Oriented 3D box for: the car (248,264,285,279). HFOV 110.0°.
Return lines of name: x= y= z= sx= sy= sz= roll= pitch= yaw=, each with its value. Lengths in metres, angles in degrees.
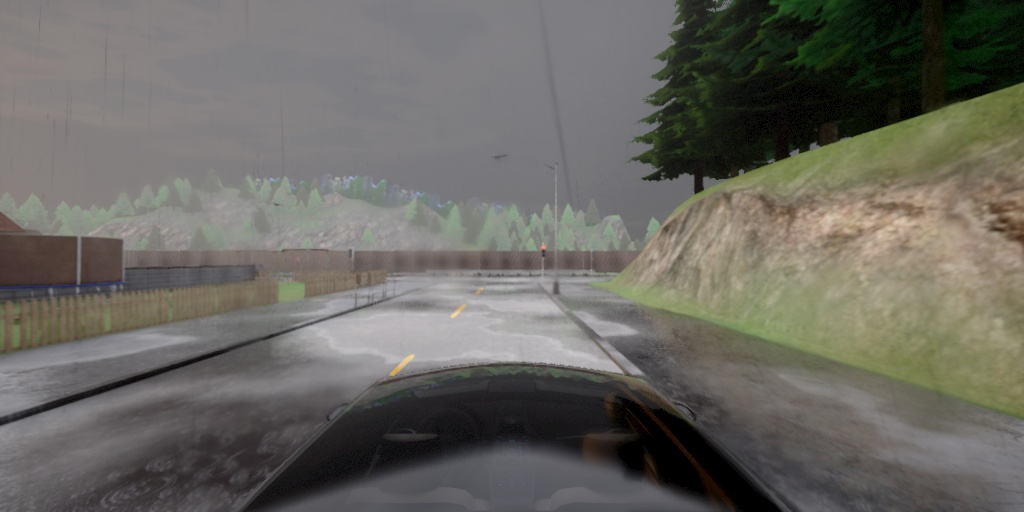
car: x=-26.030 y=1.607 z=36.781 sx=4.902 sy=1.511 sz=2.128 roll=1 pitch=-1 yaw=0
